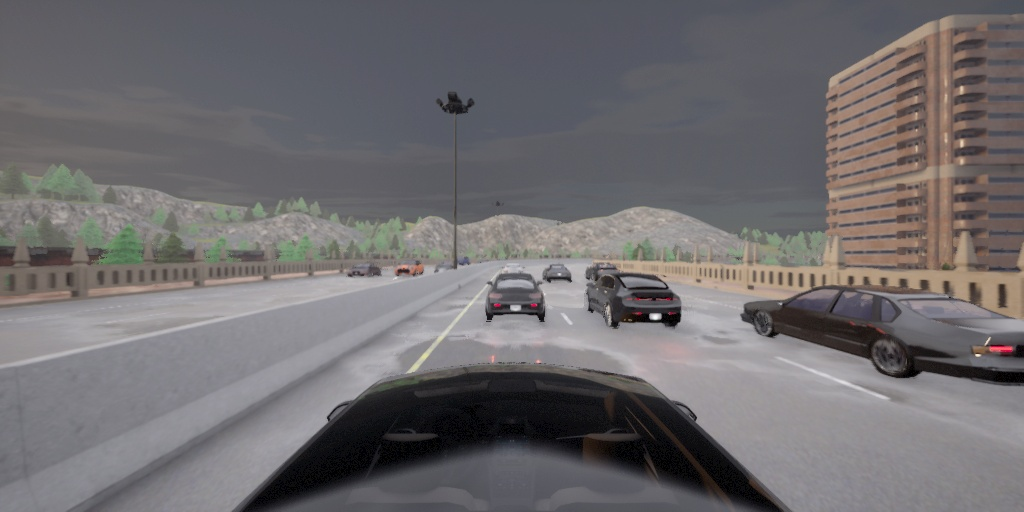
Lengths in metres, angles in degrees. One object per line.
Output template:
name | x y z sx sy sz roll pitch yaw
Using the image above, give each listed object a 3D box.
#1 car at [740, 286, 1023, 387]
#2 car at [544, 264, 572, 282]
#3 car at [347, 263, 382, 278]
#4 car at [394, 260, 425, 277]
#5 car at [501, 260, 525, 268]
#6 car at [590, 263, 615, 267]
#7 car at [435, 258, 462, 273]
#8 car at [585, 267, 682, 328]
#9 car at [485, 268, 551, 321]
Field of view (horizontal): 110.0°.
car | 7.103 1.308 7.247 2.033 1.411 5.357 0 0 0
car | 3.609 1.368 29.241 1.994 1.385 4.181 0 0 0
car | -14.078 1.379 34.389 1.994 1.385 4.181 0 0 0
car | -10.576 1.172 37.161 2.097 1.767 4.553 0 0 0
car | 0.097 1.330 29.760 1.812 1.442 4.674 0 0 0
car | 7.110 1.294 28.525 2.128 1.511 4.902 0 0 0
car | -7.070 1.316 38.819 2.128 1.511 4.902 0 0 0
car | 3.604 1.274 11.428 1.837 1.490 4.892 0 0 0
car | 0.105 1.297 12.380 1.812 1.442 4.674 0 0 0
